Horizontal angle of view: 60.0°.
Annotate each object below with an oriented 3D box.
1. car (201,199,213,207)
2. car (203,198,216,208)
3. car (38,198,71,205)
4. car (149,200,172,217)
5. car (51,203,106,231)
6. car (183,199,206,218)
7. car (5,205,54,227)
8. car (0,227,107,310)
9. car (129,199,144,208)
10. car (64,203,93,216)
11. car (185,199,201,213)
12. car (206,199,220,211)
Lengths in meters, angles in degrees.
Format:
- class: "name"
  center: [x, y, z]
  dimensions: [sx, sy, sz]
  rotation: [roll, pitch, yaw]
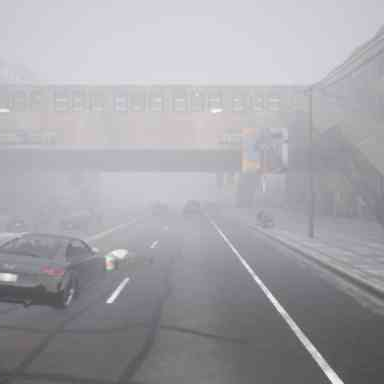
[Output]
- class: "car"
  center: [3.070, 2.241, 68.377]
  dimensions: [2.097, 1.535, 5.008]
  rotation: [0, -1, 0]
- class: "car"
  center: [3.204, 2.044, 61.953]
  dimensions: [2.185, 1.767, 4.553]
  rotation: [0, -1, 0]
- class: "car"
  center: [-13.540, 1.591, 32.570]
  dimensions: [2.435, 2.045, 5.566]
  rotation: [0, -1, 0]
- class: "car"
  center: [-3.352, 1.961, 37.084]
  dimensions: [2.033, 1.411, 5.357]
  rotation: [0, -1, 1]
- class: "car"
  center: [-7.093, 1.721, 21.794]
  dimensions: [1.882, 1.535, 5.008]
  rotation: [0, -1, 0]
- class: "car"
  center: [0.140, 1.750, 35.679]
  dimensions: [2.097, 1.767, 4.553]
  rotation: [0, -1, 1]
- class: "car"
  center: [-10.592, 1.812, 22.219]
  dimensions: [1.994, 1.385, 4.181]
  rotation: [0, -1, 0]
- class: "car"
  center: [-3.313, 1.696, 7.890]
  dimensions: [1.994, 1.385, 4.181]
  rotation: [6, -6, -1]
- class: "car"
  center: [-10.380, 2.047, 62.432]
  dimensions: [2.097, 1.767, 4.553]
  rotation: [0, -1, 1]
- class: "car"
  center: [-13.579, 2.040, 39.962]
  dimensions: [1.895, 1.301, 4.718]
  rotation: [0, -1, 0]
- class: "car"
  center: [0.160, 1.863, 45.841]
  dimensions: [2.097, 1.767, 4.553]
  rotation: [0, -1, 1]
- class: "car"
  center: [3.160, 2.051, 51.177]
  dimensions: [2.231, 1.521, 4.892]
  rotation: [0, -1, 10]
